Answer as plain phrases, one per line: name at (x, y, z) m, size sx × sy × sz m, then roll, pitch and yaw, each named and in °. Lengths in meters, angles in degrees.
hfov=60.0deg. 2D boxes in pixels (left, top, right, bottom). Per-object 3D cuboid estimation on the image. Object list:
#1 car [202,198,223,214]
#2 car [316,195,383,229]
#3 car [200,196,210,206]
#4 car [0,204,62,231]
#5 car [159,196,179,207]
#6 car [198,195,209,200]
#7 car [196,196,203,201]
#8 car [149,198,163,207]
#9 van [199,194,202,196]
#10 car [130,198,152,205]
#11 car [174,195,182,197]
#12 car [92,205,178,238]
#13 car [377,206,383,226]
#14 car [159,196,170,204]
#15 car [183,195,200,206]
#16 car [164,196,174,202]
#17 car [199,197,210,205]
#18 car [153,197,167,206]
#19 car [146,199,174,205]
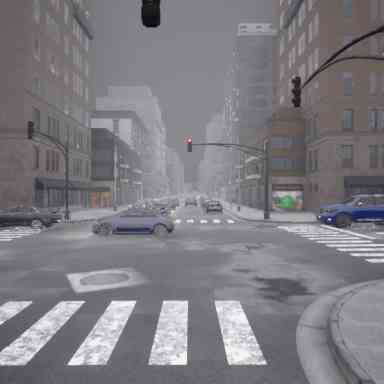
car at (2.359, 1.606, 36.136) m, size 1.947 × 1.339 × 4.313 m, roll 0°, pitch 0°, yaw 0°
car at (10.730, 1.183, 20.675) m, size 5.566 × 2.045 × 2.150 m, roll 0°, pitch 0°, yaw 1°
car at (2.380, 1.641, 47.159) m, size 1.802 × 1.307 × 4.206 m, roll 0°, pitch 0°, yaw 0°
car at (-10.611, 1.550, 20.570) m, size 4.892 × 1.490 × 1.837 m, roll 0°, pitch 0°, yaw 0°
car at (-3.110, 1.617, 43.493) m, size 1.994 × 1.385 × 4.181 m, roll 0°, pitch 0°, yaw 1°
car at (2.390, 1.637, 52.669) m, size 1.947 × 1.339 × 4.313 m, roll 0°, pitch 0°, yaw 0°
car at (2.050, 1.698, 90.105) m, size 1.812 × 1.442 × 4.674 m, roll 0°, pitch 0°, yaw 0°
car at (-5.635, 1.653, 52.684) m, size 1.802 × 1.307 × 4.206 m, roll 0°, pitch 0°, yaw 0°
van at (2.400, 1.424, 58.180) m, size 1.690 × 1.788 × 3.998 m, roll 0°, pitch 0°, yaw 0°
car at (-5.665, 1.480, 36.152) m, size 1.967 × 1.590 × 4.097 m, roll 0°, pitch 0°, yaw 0°
car at (-3.085, 1.636, 53.452) m, size 1.994 × 1.385 × 4.181 m, roll 0°, pitch 0°, yaw 0°
car at (-2.974, 1.574, 17.345) m, size 4.181 × 1.385 × 1.994 m, roll 0°, pitch 0°, yaw 0°
car at (12.679, 1.548, 17.394) m, size 4.718 × 1.301 × 1.895 m, roll 0°, pitch 0°, yaw 0°
car at (-5.604, 1.552, 69.216) m, size 1.967 × 1.590 × 4.097 m, roll 0°, pitch 0°, yaw 0°
car at (-0.139, 1.647, 58.004) m, size 1.994 × 1.385 × 4.181 m, roll 0°, pitch 0°, yaw 0°
car at (-5.584, 1.694, 80.237) m, size 2.008 × 1.369 × 4.403 m, roll 0°, pitch 0°, yaw 0°
car at (2.410, 1.647, 63.691) m, size 2.008 × 1.369 × 4.403 m, roll 0°, pitch 0°, yaw 0°
car at (-5.625, 1.634, 58.195) m, size 2.008 × 1.369 × 4.403 m, roll 0°, pitch 0°, yaw 0°
car at (-3.133, 1.637, 33.515) m, size 1.895 × 1.301 × 4.718 m, roll 0°, pitch 0°, yaw 0°
